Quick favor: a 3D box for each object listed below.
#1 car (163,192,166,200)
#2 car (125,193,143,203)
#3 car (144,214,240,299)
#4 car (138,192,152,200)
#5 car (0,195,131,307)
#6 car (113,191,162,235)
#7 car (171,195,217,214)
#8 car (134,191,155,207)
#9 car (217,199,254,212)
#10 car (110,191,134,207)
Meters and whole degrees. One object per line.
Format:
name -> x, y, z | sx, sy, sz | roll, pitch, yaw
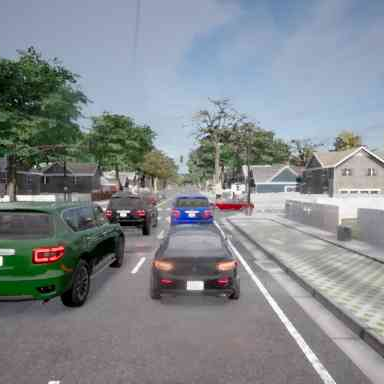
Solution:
car -> -6.467, 0.809, 68.561 | 2.128, 1.511, 4.902 | 0, 1, 0
car -> -9.799, 1.043, 56.641 | 2.128, 1.511, 4.902 | 0, 1, 0
car -> 0.071, 1.513, 8.281 | 1.812, 1.442, 4.674 | 0, 0, 0
car -> -9.707, 0.808, 68.595 | 2.128, 1.511, 4.902 | 0, 1, 0
car -> -3.183, 1.209, 8.089 | 2.150, 2.045, 5.566 | 0, 0, 1
car -> -3.215, 1.158, 18.441 | 2.150, 2.045, 5.566 | 0, 0, 1
car -> 0.033, 1.159, 18.314 | 2.150, 2.045, 5.566 | 0, 0, 1
car -> -6.567, 0.888, 46.907 | 2.150, 2.045, 5.566 | 0, 1, 0
car -> 3.870, 1.382, 34.211 | 4.718, 1.301, 1.895 | 0, 1, -1
car -> -9.818, 0.888, 46.962 | 2.150, 2.045, 5.566 | 0, 1, 0
